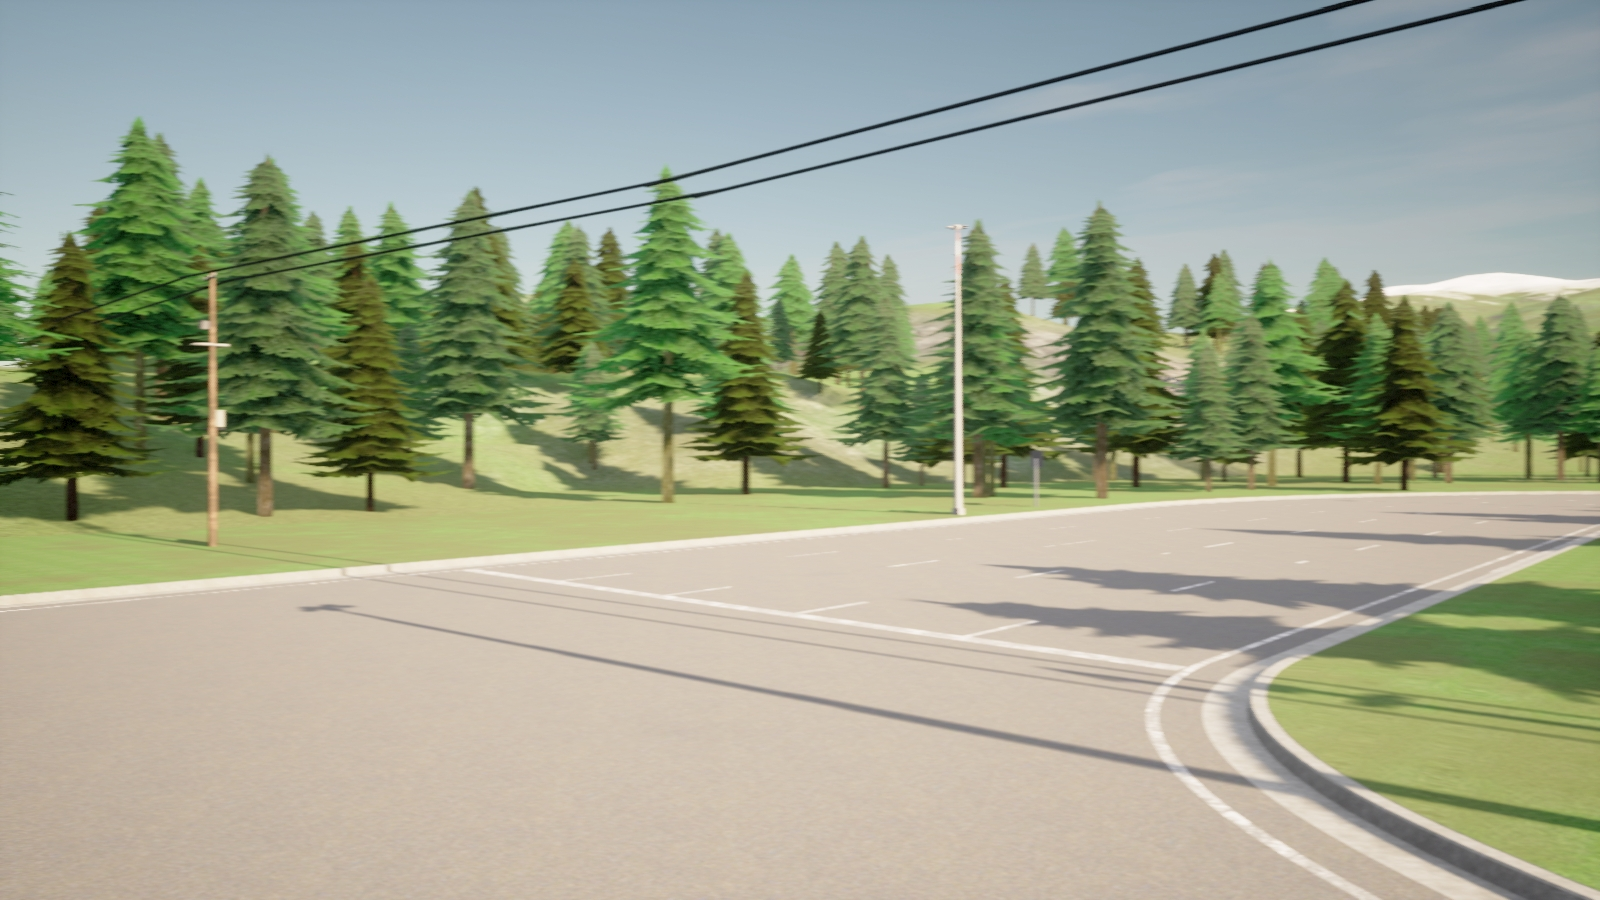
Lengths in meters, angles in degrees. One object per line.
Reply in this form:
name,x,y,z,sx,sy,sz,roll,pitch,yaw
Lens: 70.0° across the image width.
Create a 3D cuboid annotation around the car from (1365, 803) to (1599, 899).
car,3.548,1.977,1.366,5.238,1.638,2.097,0,0,35
